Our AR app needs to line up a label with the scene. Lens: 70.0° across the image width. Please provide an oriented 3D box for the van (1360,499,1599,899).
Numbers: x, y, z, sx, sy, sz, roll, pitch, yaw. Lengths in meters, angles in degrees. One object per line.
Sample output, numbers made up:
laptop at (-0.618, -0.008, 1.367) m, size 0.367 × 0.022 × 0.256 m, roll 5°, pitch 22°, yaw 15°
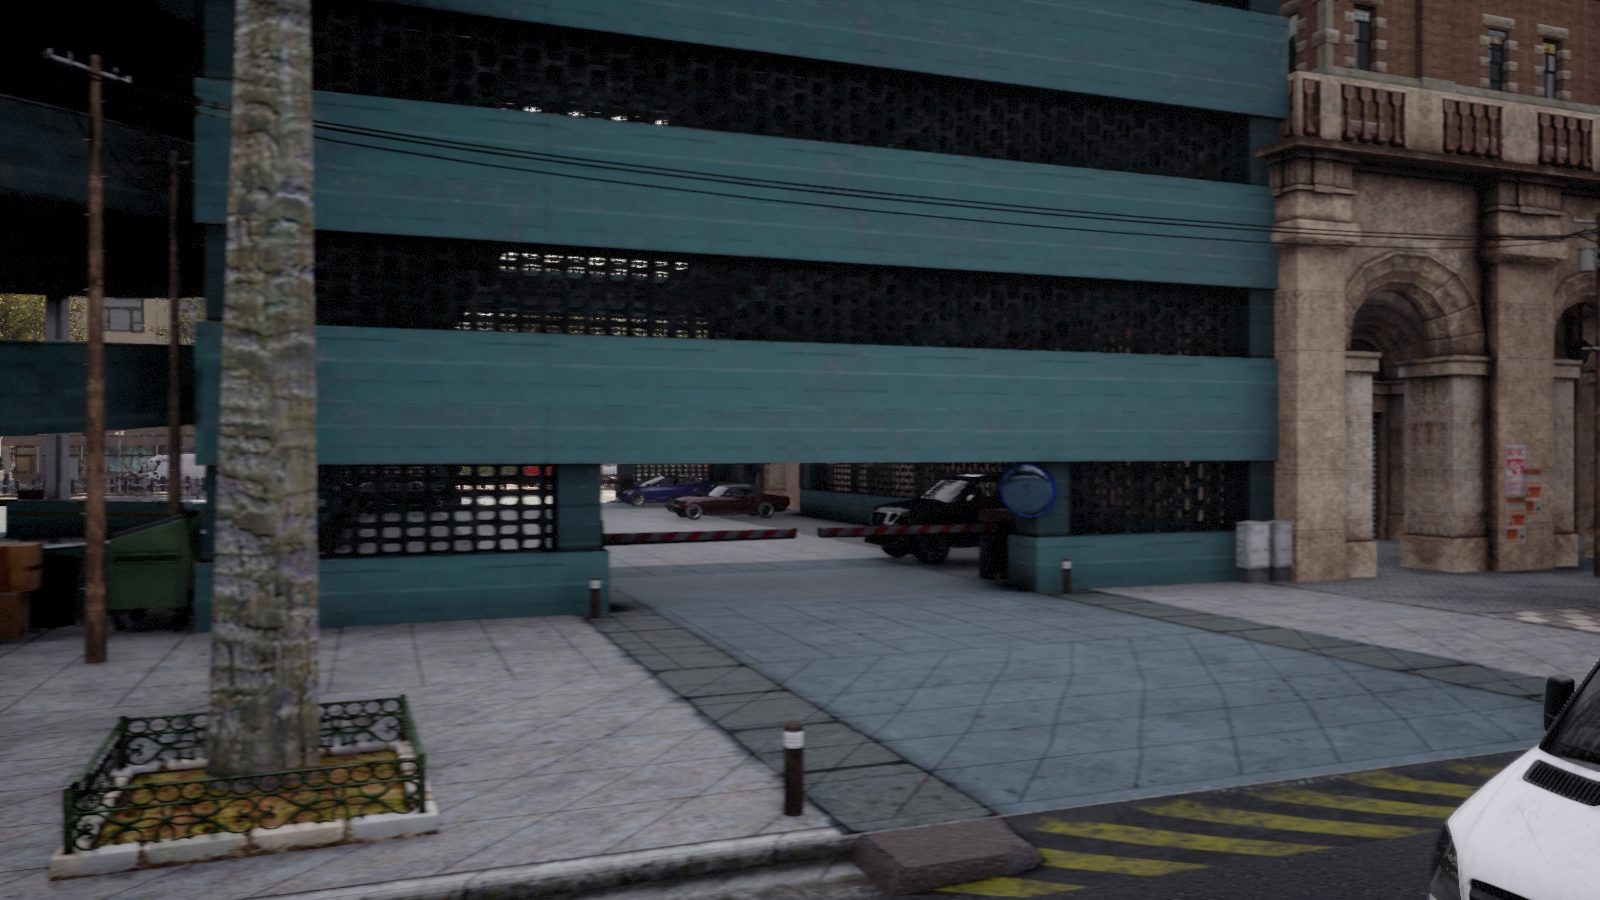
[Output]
van at (5.724, 1.533, 5.420) m, size 5.915 × 2.561 × 1.988 m, roll 0°, pitch 0°, yaw -20°

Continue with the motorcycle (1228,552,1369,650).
motorcycle at (7.267, 2.180, 16.673) m, size 1.805 × 1.236 × 0.856 m, roll 0°, pitch 0°, yaw -20°
